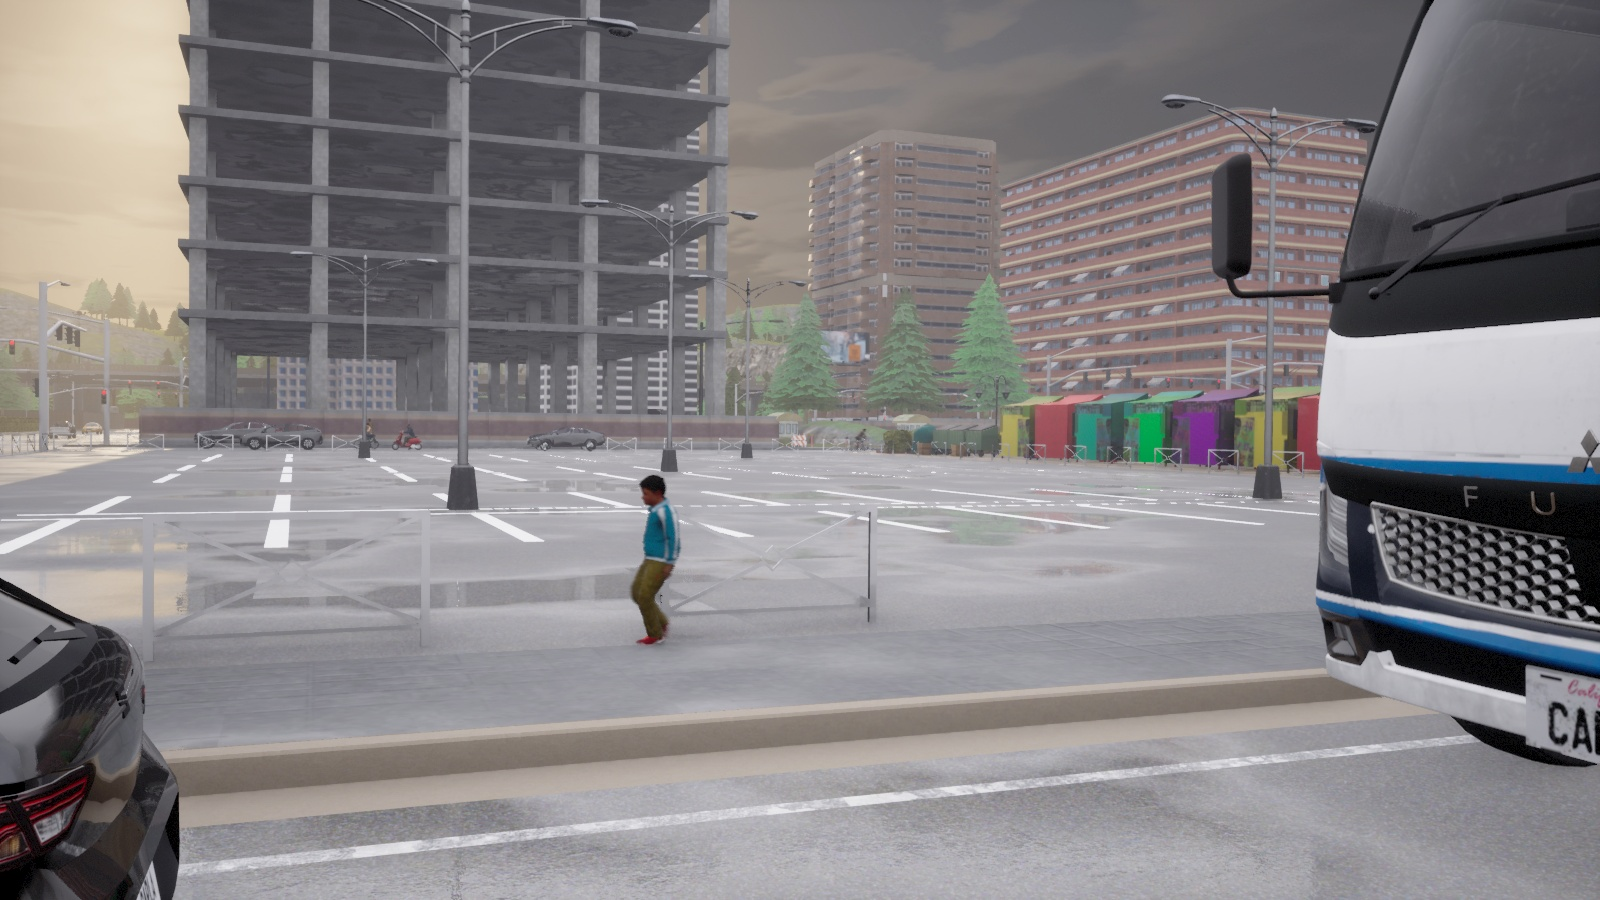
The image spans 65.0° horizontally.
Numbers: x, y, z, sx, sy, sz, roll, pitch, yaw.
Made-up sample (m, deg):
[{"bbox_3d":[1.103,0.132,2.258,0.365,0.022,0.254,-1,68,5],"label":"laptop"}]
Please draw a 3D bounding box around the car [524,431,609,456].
[{"bbox_3d":[-14.696,-0.426,78.923,4.902,1.511,2.128,-1,1,-22],"label":"car"}]

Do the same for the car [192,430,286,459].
[{"bbox_3d":[-33.451,-0.338,75.023,5.027,1.651,2.152,-1,1,-22],"label":"car"}]

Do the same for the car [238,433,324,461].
[{"bbox_3d":[-29.989,-0.169,72.661,4.514,1.525,2.007,-1,1,-22],"label":"car"}]

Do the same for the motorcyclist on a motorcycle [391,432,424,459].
[{"bbox_3d":[-23.535,-0.275,75.304,1.817,1.590,0.866,-1,1,-22],"label":"motorcyclist on a motorcycle"}]

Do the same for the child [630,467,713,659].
[{"bbox_3d":[-0.834,0.713,8.126,0.448,1.192,0.343,-1,1,-22],"label":"child"}]

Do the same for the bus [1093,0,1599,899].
[{"bbox_3d":[6.903,-0.748,5.807,10.273,4.253,3.944,-2,1,-20],"label":"bus"}]

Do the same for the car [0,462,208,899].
[{"bbox_3d":[-3.322,0.815,1.970,4.193,1.474,1.816,-1,1,-21],"label":"car"}]
